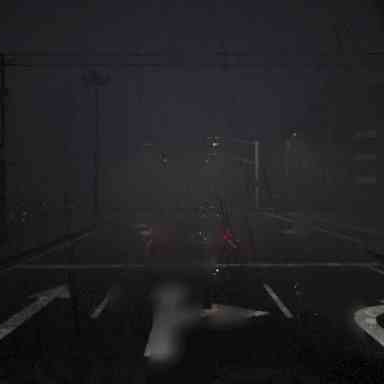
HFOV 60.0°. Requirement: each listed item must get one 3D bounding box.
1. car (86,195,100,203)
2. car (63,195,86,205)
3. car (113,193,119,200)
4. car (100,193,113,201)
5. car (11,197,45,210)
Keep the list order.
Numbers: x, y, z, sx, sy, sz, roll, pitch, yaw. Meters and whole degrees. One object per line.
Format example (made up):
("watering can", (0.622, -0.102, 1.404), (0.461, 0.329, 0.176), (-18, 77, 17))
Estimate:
("car", (-19.782, 1.300, 63.874), (1.837, 1.490, 4.892), (0, 0, 0))
("car", (-19.803, 1.425, 55.281), (1.895, 1.301, 4.718), (0, 0, 0))
("car", (-19.770, 1.090, 83.077), (2.097, 1.767, 4.553), (0, 0, 0))
("car", (-19.775, 1.283, 74.840), (1.812, 1.442, 4.674), (0, 0, 0))
("car", (-19.857, 1.376, 40.513), (1.837, 1.490, 4.892), (1, 0, 7))
